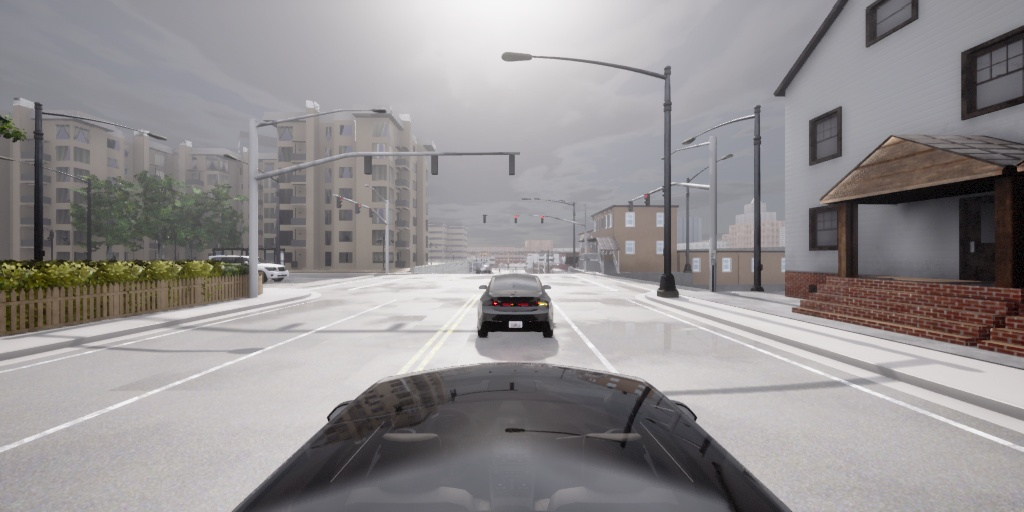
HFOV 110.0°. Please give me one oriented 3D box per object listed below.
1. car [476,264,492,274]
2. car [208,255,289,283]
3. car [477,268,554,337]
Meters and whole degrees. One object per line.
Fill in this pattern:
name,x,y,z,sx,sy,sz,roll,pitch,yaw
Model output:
car,-3.630,1.755,47.089,2.128,1.511,4.902,0,-5,0
car,-19.962,0.971,26.961,5.566,2.045,2.150,0,0,1
car,0.090,1.255,10.276,1.837,1.490,4.892,0,0,0
